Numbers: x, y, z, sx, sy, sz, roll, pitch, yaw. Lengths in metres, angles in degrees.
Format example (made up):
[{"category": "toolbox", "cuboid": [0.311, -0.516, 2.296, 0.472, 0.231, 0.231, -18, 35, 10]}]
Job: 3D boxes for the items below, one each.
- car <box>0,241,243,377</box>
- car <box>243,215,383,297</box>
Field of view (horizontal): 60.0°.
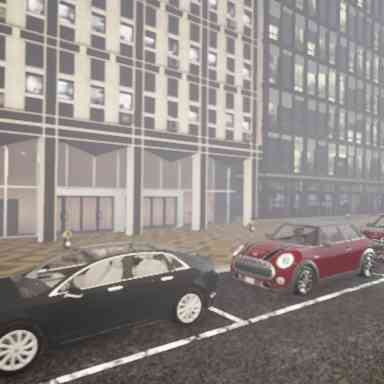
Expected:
[{"category": "car", "cuboid": [-1.522, 1.559, 5.467, 4.403, 1.369, 2.008, 0, 0, -36]}, {"category": "car", "cuboid": [2.932, 1.473, 8.652, 4.097, 1.590, 1.967, 0, 0, -36]}]
